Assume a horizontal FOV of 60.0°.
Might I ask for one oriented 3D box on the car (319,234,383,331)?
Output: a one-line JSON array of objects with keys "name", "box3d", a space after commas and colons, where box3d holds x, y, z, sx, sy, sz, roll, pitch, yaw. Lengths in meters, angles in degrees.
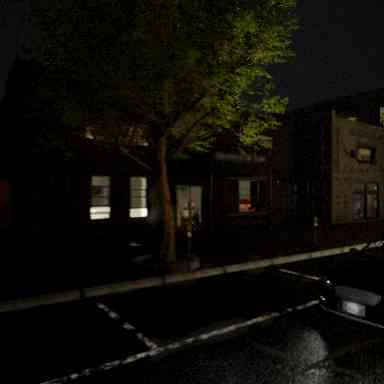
[{"name": "car", "box3d": [4.493, 1.555, 6.574, 4.902, 1.511, 2.128, 1, 0, -35]}]
